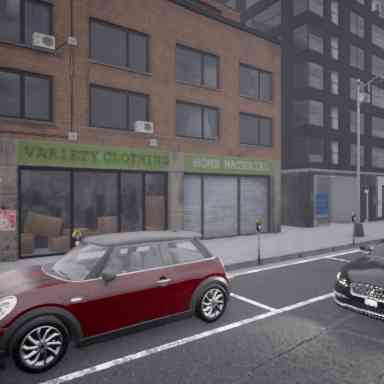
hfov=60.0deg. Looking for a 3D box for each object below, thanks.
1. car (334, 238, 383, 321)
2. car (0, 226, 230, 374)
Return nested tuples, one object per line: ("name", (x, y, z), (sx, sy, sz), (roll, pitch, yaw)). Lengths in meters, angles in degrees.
("car", (4.824, 1.504, 6.702), (4.892, 1.490, 1.837), (0, 0, -36))
("car", (-1.375, 1.440, 5.555), (4.097, 1.590, 1.967), (0, 0, -36))
